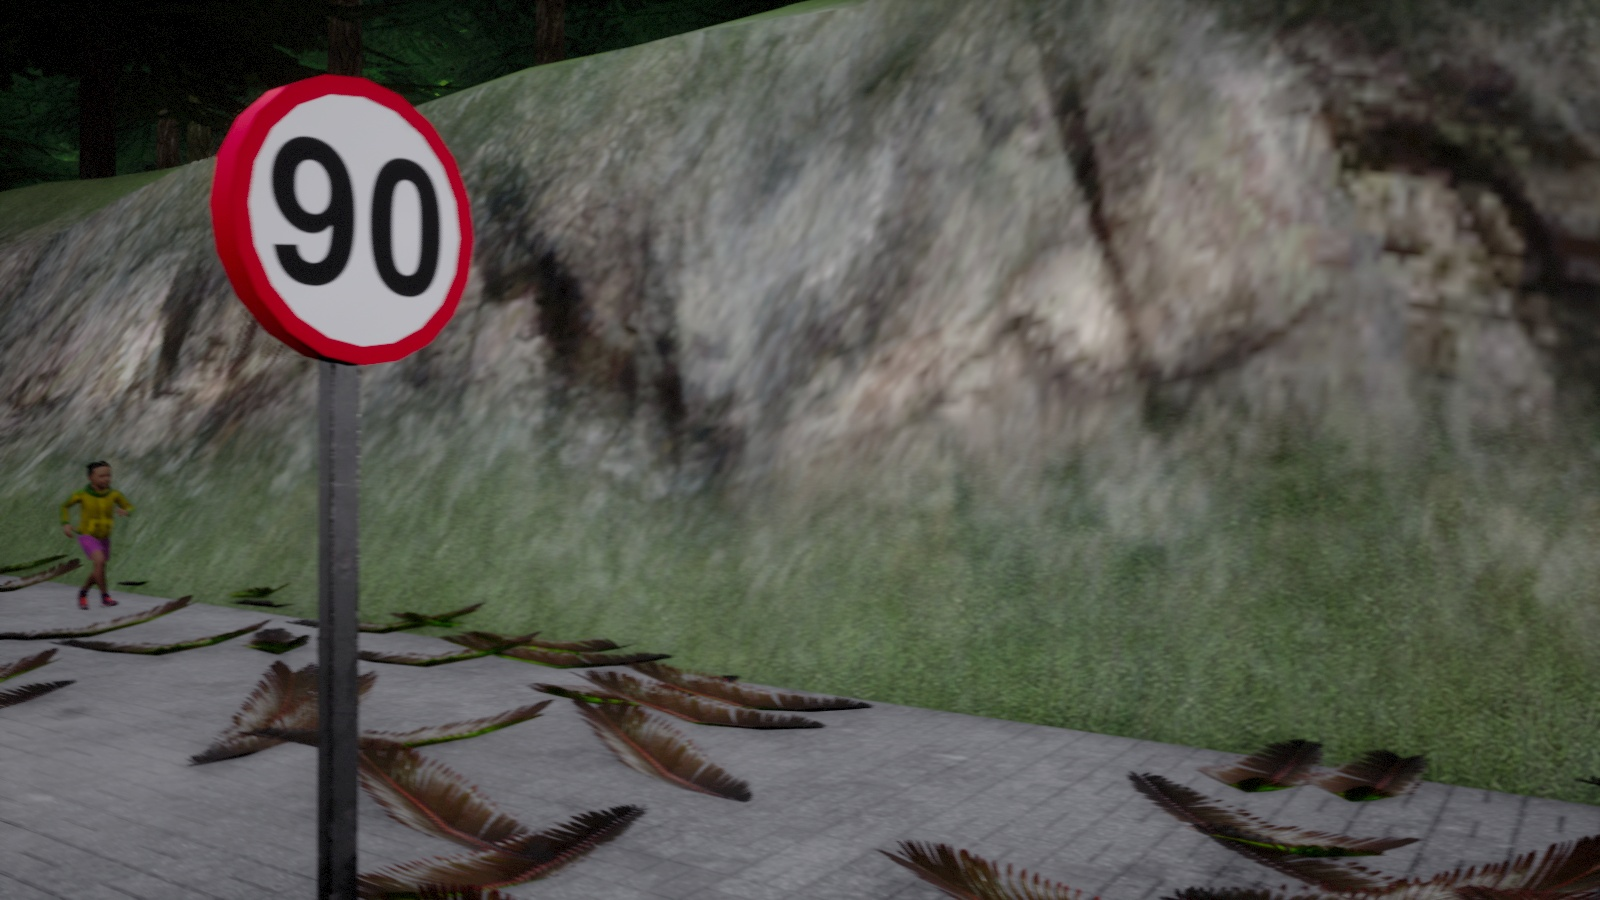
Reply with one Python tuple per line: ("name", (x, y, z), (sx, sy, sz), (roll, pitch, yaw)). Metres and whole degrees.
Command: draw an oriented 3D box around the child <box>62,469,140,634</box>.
("child", (-5.089, 0.722, 9.142), (0.473, 1.160, 0.299), (0, 1, 33))
